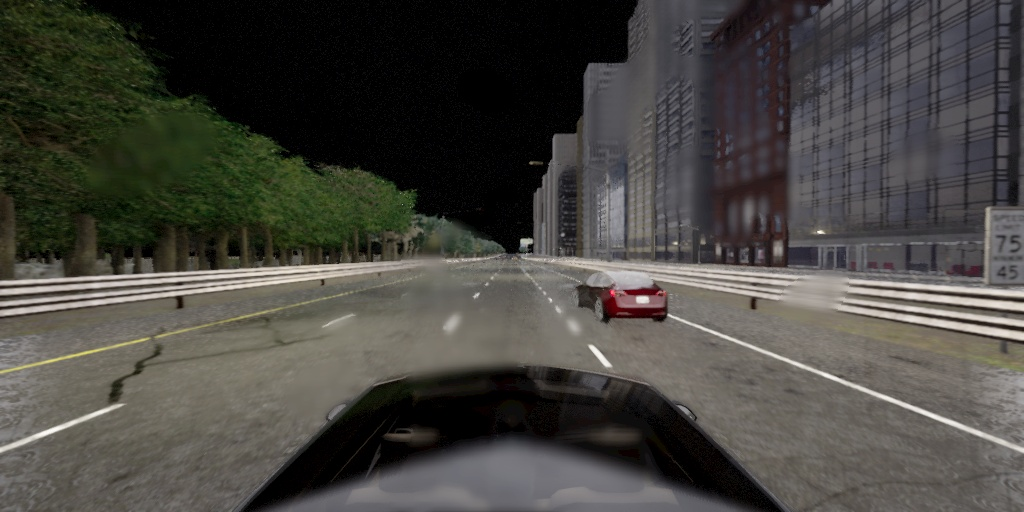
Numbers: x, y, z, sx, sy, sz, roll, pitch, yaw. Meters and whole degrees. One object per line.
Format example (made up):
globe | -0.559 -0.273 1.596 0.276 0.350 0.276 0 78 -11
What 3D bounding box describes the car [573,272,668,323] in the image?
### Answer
car | 3.482 1.248 12.204 2.163 1.488 4.792 0 0 -3
